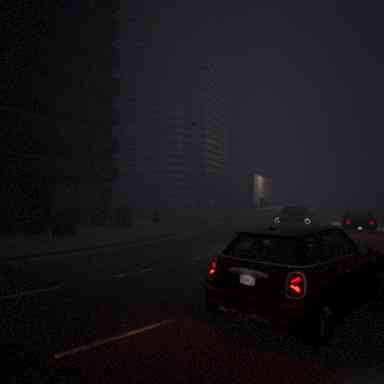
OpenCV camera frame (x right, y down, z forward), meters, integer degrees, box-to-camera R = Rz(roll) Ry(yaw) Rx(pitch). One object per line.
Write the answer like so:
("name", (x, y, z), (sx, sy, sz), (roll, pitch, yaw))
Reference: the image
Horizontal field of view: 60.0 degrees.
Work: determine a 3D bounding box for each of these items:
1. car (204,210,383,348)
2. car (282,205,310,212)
("car", (2.347, 1.435, 6.811), (2.097, 1.767, 4.553), (-1, -1, 44))
("car", (6.165, 1.597, 19.813), (2.097, 1.767, 4.553), (0, -1, 23))
